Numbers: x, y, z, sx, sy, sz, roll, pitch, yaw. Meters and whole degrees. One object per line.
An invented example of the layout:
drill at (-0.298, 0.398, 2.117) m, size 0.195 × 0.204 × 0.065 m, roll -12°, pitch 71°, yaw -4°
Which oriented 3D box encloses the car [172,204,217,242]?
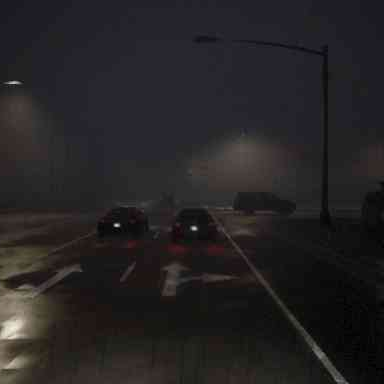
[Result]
car at (0.105, 1.463, 15.686) m, size 1.994 × 1.385 × 4.181 m, roll 0°, pitch 0°, yaw 0°

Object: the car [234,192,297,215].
car at (6.626, 1.004, 30.191) m, size 5.566 × 2.045 × 2.150 m, roll 0°, pitch -1°, yaw 3°

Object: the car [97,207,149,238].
car at (-3.396, 1.454, 17.030) m, size 1.994 × 1.385 × 4.181 m, roll 0°, pitch 1°, yaw 0°

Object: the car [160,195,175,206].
car at (-3.392, 1.155, 46.710) m, size 1.837 × 1.490 × 4.892 m, roll 0°, pitch 1°, yaw 0°
